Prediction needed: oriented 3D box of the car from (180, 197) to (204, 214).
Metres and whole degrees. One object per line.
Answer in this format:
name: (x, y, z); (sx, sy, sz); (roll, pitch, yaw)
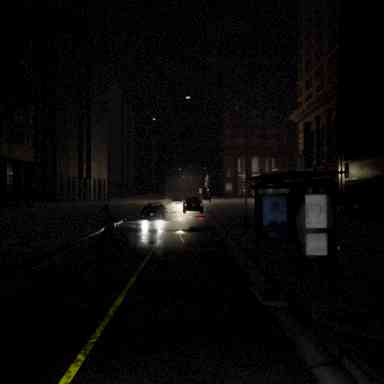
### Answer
car: (0.068, 1.337, 35.757); (2.097, 1.767, 4.553); (0, 0, -2)

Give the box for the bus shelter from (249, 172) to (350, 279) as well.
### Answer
bus shelter: (3.114, 0.876, 10.548); (1.920, 2.740, 3.880); (0, 0, 0)

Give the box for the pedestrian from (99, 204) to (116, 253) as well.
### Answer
pedestrian: (-3.049, 1.292, 12.012); (0.375, 1.860, 0.375); (1, -1, -10)

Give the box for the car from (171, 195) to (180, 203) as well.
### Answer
car: (-3.062, 1.451, 68.259); (1.812, 1.442, 4.674); (0, 0, 0)

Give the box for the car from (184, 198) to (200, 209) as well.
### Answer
car: (0.030, 1.538, 45.601); (1.994, 1.385, 4.181); (0, 0, 0)

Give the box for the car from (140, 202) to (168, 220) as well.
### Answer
car: (-3.123, 1.556, 27.783); (1.994, 1.385, 4.181); (0, 0, 0)
